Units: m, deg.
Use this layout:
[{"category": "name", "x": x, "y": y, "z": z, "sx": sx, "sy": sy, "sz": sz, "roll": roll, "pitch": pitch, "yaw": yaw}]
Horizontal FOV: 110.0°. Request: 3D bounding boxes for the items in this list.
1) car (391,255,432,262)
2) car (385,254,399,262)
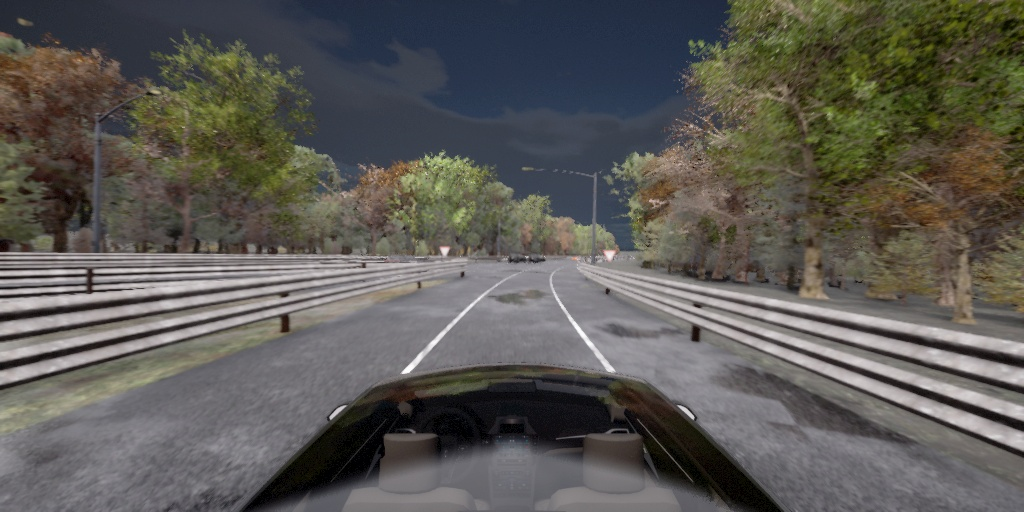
[{"category": "car", "x": -8.520, "y": 0.932, "z": 33.905, "sx": 2.033, "sy": 1.411, "sz": 5.357, "roll": 2, "pitch": 1, "yaw": 24}, {"category": "car", "x": -10.944, "y": 0.638, "z": 37.079, "sx": 2.097, "sy": 1.767, "sz": 4.553, "roll": 2, "pitch": 1, "yaw": 24}]
